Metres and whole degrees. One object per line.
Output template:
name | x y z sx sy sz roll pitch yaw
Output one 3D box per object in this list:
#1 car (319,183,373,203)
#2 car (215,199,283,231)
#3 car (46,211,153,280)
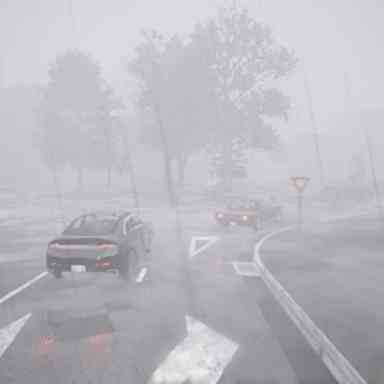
car | 12.943 0.016 27.849 4.902 1.511 2.128 -2 5 -22
car | 3.072 1.010 16.942 1.895 1.301 4.718 3 5 33
car | -2.285 1.285 9.360 2.128 1.511 4.902 0 2 2
